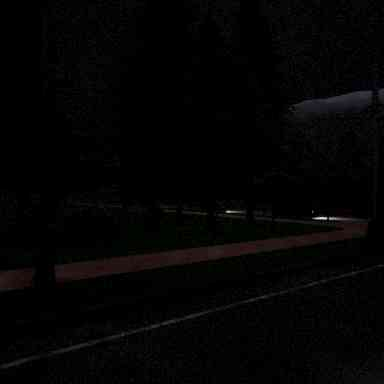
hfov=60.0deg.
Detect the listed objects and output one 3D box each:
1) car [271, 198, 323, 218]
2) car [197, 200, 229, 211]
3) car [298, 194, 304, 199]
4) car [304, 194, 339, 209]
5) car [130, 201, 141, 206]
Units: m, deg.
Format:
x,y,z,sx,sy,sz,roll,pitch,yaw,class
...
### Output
x,y,z,sx,sy,sz,roll,pitch,yaw,class
9.329,1.550,30.563,1.994,1.385,4.181,0,0,-37,car
2.476,1.550,39.755,1.994,1.385,4.181,0,0,-37,car
14.947,1.162,44.024,3.866,1.878,1.905,0,0,-37,car
16.764,1.160,42.243,4.605,1.855,1.932,0,0,-37,car
-8.325,1.551,53.847,1.994,1.385,4.181,0,0,-40,car
